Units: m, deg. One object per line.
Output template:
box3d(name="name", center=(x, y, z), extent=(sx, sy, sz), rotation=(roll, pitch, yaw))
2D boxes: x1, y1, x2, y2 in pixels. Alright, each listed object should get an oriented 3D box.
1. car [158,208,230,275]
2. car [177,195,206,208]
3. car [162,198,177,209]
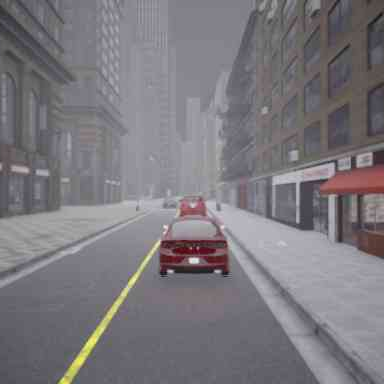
box3d(name="car", center=(0.068, 1.485, 10.464), extent=(1.882, 1.535, 5.008), rotation=(0, 0, 0))
box3d(name="car", center=(0.090, 1.254, 29.455), extent=(2.150, 2.045, 5.566), rotation=(0, 0, 0))
box3d(name="car", center=(-3.081, 1.597, 46.457), extent=(1.837, 1.490, 4.892), rotation=(0, 0, 0))
